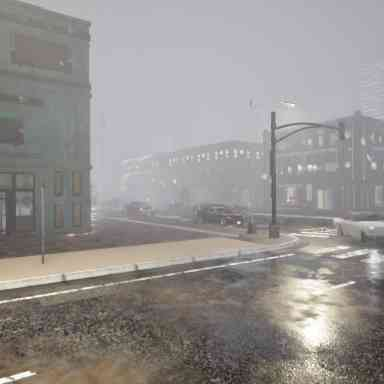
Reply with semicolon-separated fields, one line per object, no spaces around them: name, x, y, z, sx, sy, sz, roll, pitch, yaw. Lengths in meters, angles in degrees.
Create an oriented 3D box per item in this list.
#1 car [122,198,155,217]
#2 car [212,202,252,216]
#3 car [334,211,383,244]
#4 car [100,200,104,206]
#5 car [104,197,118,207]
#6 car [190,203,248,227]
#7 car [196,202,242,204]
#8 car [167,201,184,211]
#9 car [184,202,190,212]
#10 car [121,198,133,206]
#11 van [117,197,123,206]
car;-5.702;1.846;36.757;1.967;1.590;4.097;-1;0;-35
car;4.341;1.809;36.953;2.008;1.369;4.403;-2;0;-35
car;8.487;1.615;15.992;1.895;1.301;4.718;0;-1;6
car;-17.635;2.227;68.864;1.887;1.381;4.507;-1;0;-35
car;-14.501;1.939;64.305;2.192;1.841;5.009;-1;0;-35
car;2.071;1.814;25.260;1.947;1.339;4.313;-1;0;-35
car;2.470;1.735;29.478;1.882;1.535;5.008;-1;0;-35
car;-1.937;1.965;46.071;1.802;1.307;4.206;-1;0;-35
car;1.202;1.903;41.512;1.802;1.307;4.206;-1;0;-35
car;-6.937;1.939;43.155;2.128;1.511;4.902;-1;0;-34
van;-11.361;1.906;59.747;1.690;1.788;3.998;-1;0;-35
